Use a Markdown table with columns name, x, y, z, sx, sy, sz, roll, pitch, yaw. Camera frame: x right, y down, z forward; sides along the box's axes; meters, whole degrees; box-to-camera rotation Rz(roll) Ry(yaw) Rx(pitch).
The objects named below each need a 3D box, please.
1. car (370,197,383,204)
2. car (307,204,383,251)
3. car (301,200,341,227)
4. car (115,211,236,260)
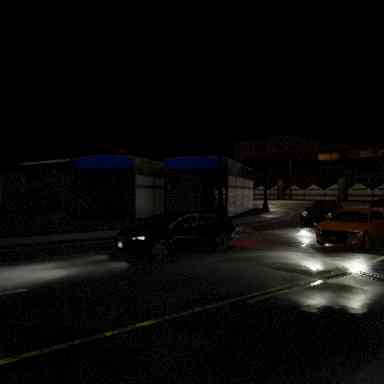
| name | x | y | z | sx | sy | sz | roll | pitch | yaw |
| --- | --- | --- | --- | --- | --- | --- | --- | --- | --- |
| car | 26.576 | 1.477 | 45.782 | 1.882 | 1.535 | 5.008 | 0 | 0 | -4 |
| car | 7.146 | 1.477 | 14.493 | 1.882 | 1.535 | 5.008 | 0 | 0 | 44 |
| car | 8.678 | 1.352 | 21.716 | 2.097 | 1.767 | 4.553 | 0 | 0 | 34 |
| car | -0.478 | 1.492 | 12.603 | 4.902 | 1.511 | 2.128 | 0 | 0 | -39 |
